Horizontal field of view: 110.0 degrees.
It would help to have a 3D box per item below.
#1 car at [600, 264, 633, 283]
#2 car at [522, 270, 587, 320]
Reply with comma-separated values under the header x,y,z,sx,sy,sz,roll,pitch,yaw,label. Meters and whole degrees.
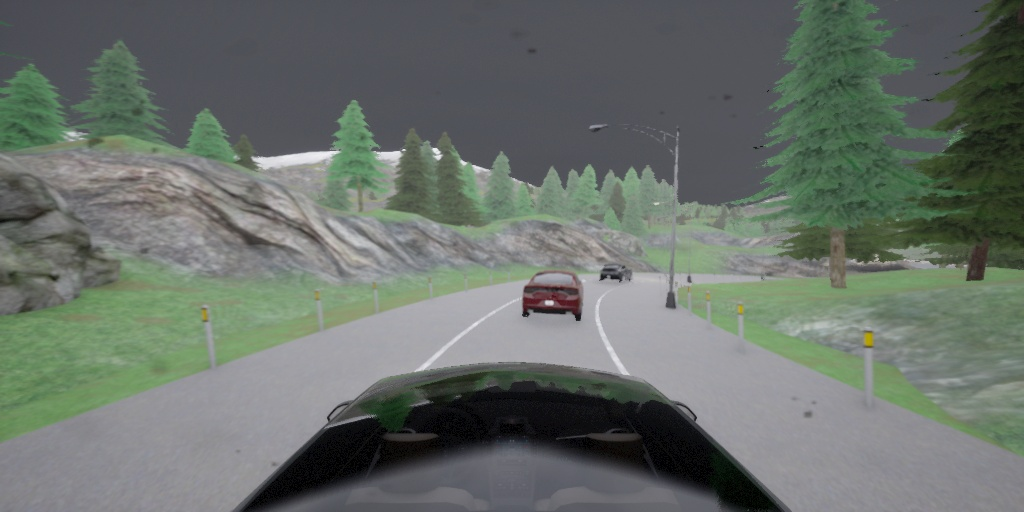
x,y,z,sx,sy,sz,roll,pitch,yaw,label
8.958,1.432,30.573,1.837,1.490,4.892,3,1,32,car
1.621,1.235,13.004,1.882,1.535,5.008,1,0,12,car
